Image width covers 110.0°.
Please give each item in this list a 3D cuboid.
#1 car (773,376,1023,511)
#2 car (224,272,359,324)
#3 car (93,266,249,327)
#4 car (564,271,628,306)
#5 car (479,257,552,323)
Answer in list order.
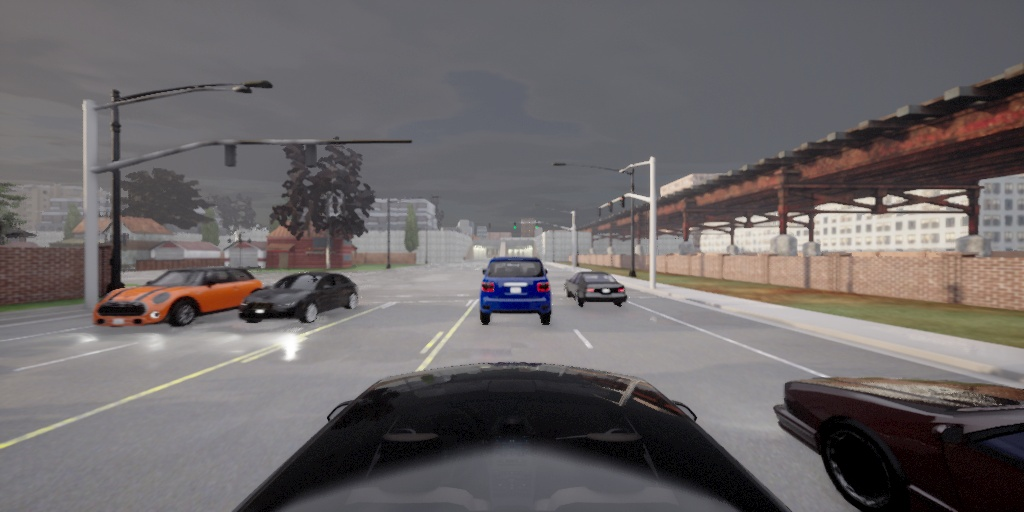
[{"bbox_3d":[3.600,1.294,1.173,2.033,1.411,5.357,0,0,0],"label":"car"},{"bbox_3d":[-7.015,1.329,12.423,1.837,1.490,4.892,0,-1,0],"label":"car"},{"bbox_3d":[-10.520,1.171,11.845,2.097,1.767,4.553,0,0,0],"label":"car"},{"bbox_3d":[3.600,1.383,16.225,2.033,1.411,5.357,0,0,0],"label":"car"},{"bbox_3d":[0.101,1.045,12.540,2.150,2.045,5.566,0,0,0],"label":"car"}]
